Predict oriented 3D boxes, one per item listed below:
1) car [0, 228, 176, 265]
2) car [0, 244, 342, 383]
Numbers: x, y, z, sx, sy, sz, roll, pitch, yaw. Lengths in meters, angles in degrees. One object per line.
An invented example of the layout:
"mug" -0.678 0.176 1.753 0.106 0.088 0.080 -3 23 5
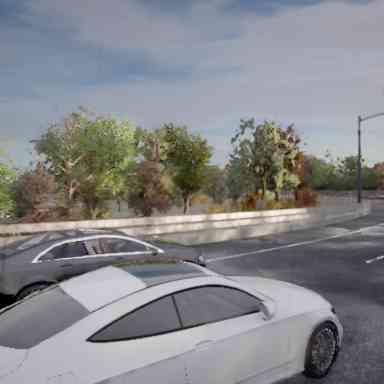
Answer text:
"car" -1.889 1.504 6.907 4.902 1.511 2.128 0 0 -37
"car" -0.194 1.535 3.801 4.674 1.442 1.812 0 0 -36
